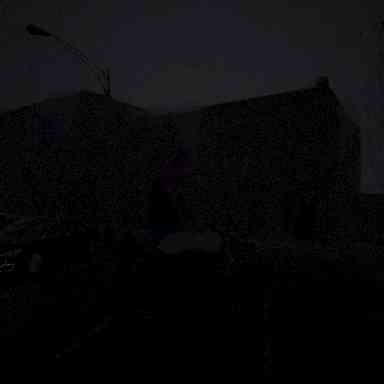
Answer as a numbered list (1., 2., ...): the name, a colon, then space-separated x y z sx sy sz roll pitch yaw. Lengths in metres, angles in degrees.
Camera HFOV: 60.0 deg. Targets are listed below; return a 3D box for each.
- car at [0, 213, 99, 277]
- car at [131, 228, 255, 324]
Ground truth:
1. car: -4.702 1.494 10.482 2.231 1.521 4.892 1 -1 12
2. car: 0.242 1.531 7.331 2.231 1.521 4.892 0 -1 12
